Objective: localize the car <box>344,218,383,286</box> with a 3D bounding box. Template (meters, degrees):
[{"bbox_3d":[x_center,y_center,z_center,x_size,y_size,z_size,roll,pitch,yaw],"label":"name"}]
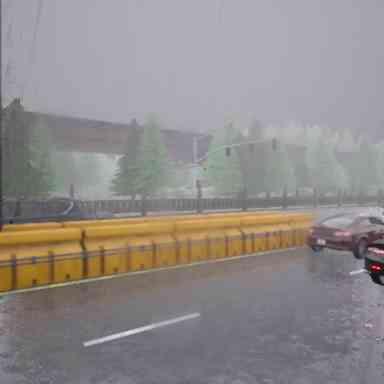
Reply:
[{"bbox_3d":[6.165,1.485,8.180,4.902,1.511,2.128,0,0,-35],"label":"car"}]

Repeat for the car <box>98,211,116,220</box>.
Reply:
[{"bbox_3d":[-7.390,1.544,20.199,5.357,1.411,2.033,0,0,-35],"label":"car"}]

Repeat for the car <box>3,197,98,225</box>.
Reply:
[{"bbox_3d":[-6.632,1.221,12.152,5.566,2.045,2.150,0,0,-35],"label":"car"}]

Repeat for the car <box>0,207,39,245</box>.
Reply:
[{"bbox_3d":[-9.510,1.491,14.397,4.902,1.511,2.128,0,0,-35],"label":"car"}]

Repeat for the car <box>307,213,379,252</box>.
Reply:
[{"bbox_3d":[6.232,1.518,12.513,4.674,1.442,1.812,0,0,-35],"label":"car"}]
